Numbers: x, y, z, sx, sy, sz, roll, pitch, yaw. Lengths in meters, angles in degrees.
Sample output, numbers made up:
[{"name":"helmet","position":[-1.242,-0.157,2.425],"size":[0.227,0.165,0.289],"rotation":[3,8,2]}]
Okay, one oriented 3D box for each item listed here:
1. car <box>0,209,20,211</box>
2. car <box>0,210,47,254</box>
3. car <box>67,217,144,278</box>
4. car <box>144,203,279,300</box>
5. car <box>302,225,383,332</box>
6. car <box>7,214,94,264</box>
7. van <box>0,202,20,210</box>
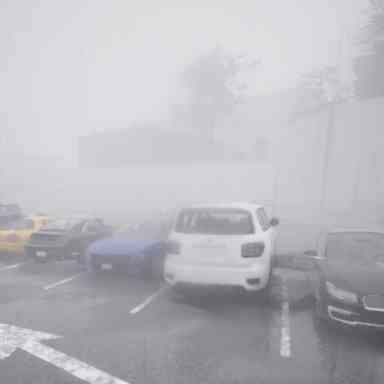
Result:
[{"name":"car","position":[-8.675,1.745,15.700],"size":[2.163,1.488,4.792],"rotation":[-1,-1,15]},{"name":"car","position":[-6.204,1.670,14.120],"size":[1.946,1.575,5.366],"rotation":[-1,-1,15]},{"name":"car","position":[-1.391,1.583,10.480],"size":[2.097,1.535,5.008],"rotation":[0,-1,16]},{"name":"car","position":[1.034,1.292,8.780],"size":[2.435,2.045,5.566],"rotation":[-1,-1,15]},{"name":"car","position":[3.469,1.507,7.020],"size":[2.231,1.521,4.892],"rotation":[0,-1,15]},{"name":"car","position":[-3.828,1.627,12.204],"size":[2.231,1.521,4.892],"rotation":[-1,-1,15]},{"name":"van","position":[-11.137,1.533,17.294],"size":[1.878,1.987,4.442],"rotation":[0,-1,16]}]
